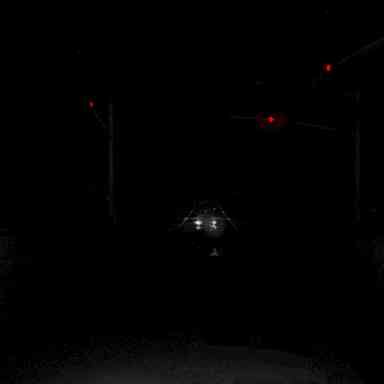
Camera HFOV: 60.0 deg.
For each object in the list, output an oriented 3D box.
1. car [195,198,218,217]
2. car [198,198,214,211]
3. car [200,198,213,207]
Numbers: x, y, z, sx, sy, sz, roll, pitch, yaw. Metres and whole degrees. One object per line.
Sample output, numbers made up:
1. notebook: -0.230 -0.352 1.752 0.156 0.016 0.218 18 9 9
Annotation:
1. car: 1.349 1.491 31.492 1.812 1.442 4.674 0 0 3
2. car: 1.776 1.470 40.647 1.837 1.490 4.892 0 0 3
3. car: 2.265 1.566 50.784 1.895 1.301 4.718 0 0 3
